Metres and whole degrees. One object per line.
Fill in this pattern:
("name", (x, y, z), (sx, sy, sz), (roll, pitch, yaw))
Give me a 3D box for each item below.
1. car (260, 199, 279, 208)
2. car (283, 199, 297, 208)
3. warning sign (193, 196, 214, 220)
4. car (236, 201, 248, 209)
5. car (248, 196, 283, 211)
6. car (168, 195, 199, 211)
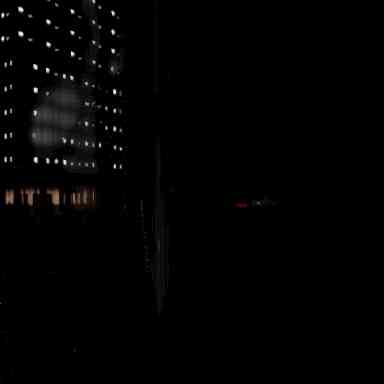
("car", (13.238, 1.877, 56.933), (1.812, 1.442, 4.674), (0, 0, 31))
("car", (16.019, 1.815, 55.251), (1.882, 1.535, 5.008), (0, 0, 31))
("warning sign", (0.954, 1.250, 27.131), (1.300, 1.860, 1.060), (0, 0, 34))
("car", (8.233, 1.899, 48.864), (1.895, 1.301, 4.718), (0, -1, 33))
("car", (10.212, 1.498, 45.957), (2.150, 2.045, 5.566), (0, 0, 34))
("car", (-1.082, 1.506, 46.757), (2.150, 2.045, 5.566), (0, 0, 34))
